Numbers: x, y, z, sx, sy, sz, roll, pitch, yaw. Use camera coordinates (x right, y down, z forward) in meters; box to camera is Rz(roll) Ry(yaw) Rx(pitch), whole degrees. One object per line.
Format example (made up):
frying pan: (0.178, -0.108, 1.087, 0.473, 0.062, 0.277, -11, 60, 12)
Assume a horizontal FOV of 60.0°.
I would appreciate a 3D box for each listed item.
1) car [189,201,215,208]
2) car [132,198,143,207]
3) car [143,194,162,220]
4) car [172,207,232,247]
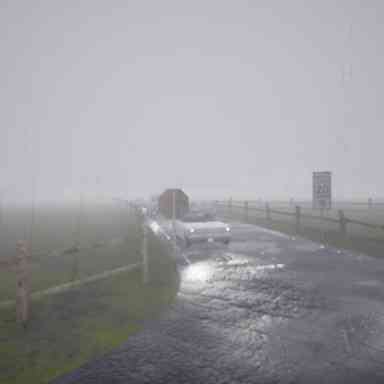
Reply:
car: (0.582, 1.477, 27.739, 2.033, 1.411, 5.357, -1, 0, -12)
car: (-7.380, 1.547, 46.441, 2.033, 1.411, 5.357, -1, 0, -17)
car: (-2.718, 1.203, 29.110, 2.150, 2.045, 5.566, -1, 0, -14)
car: (0.303, 1.578, 15.204, 1.895, 1.301, 4.718, -1, 0, -11)
